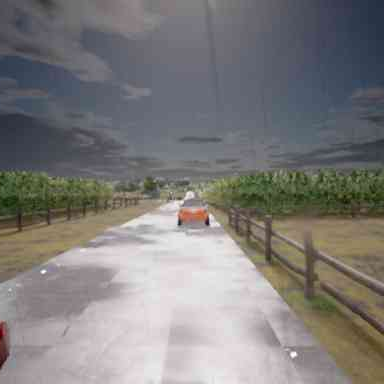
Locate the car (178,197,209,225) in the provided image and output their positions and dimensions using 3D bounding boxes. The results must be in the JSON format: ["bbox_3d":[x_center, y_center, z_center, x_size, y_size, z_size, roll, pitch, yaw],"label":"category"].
[{"bbox_3d":[0.104,1.298,23.825,2.097,1.767,4.553,0,0,0],"label":"car"}]

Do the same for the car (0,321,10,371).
[{"bbox_3d":[-2.847,1.595,1.271,1.895,1.301,4.718,0,0,0],"label":"car"}]

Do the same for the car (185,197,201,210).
[{"bbox_3d":[0.109,1.473,42.391,1.837,1.490,4.892,0,0,0],"label":"car"}]
